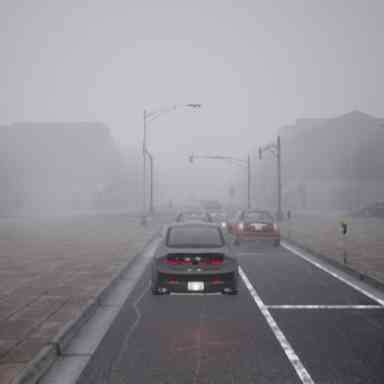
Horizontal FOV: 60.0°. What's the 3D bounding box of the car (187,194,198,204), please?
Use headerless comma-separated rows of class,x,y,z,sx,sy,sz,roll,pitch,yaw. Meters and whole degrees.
car,0.009,1.544,72.108,2.150,2.045,5.566,0,-1,0

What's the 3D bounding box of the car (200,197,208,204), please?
car,2.664,1.877,74.767,1.752,1.417,4.829,1,-1,0

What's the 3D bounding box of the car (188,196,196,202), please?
car,0.010,1.802,82.504,2.033,1.411,5.357,0,-1,0

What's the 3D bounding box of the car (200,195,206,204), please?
car,2.663,1.692,53.017,1.752,1.417,4.829,1,0,0

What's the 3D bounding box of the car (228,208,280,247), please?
car,2.664,1.454,15.227,1.967,1.590,4.097,2,0,0

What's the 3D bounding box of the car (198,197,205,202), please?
car,2.663,2.104,90.910,1.802,1.307,4.206,1,-1,0

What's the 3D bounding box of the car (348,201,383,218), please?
car,16.744,1.564,30.042,4.892,1.490,1.837,0,-2,0

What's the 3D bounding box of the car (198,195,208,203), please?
car,2.668,1.719,80.038,2.192,1.841,5.009,1,-1,0

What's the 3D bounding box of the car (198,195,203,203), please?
car,2.662,1.817,63.722,1.947,1.339,4.313,1,-1,0

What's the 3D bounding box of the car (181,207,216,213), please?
car,0.096,1.616,16.312,1.895,1.301,4.718,0,0,0

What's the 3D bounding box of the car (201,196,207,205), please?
car,2.661,1.696,47.410,1.947,1.339,4.313,1,0,0

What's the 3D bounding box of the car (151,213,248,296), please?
car,0.042,1.510,8.626,1.837,1.490,4.892,0,0,-1

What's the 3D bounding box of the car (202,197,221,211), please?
car,2.661,1.664,41.974,1.947,1.339,4.313,1,0,0
